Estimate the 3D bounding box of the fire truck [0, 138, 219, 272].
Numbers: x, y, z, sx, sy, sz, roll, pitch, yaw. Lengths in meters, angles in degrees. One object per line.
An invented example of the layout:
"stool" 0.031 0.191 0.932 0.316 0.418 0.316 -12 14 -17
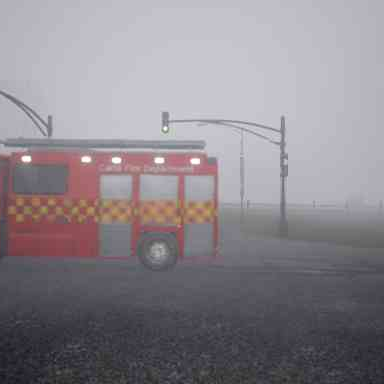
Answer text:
"fire truck" -3.362 0.350 10.717 8.468 3.827 2.891 1 -1 0
